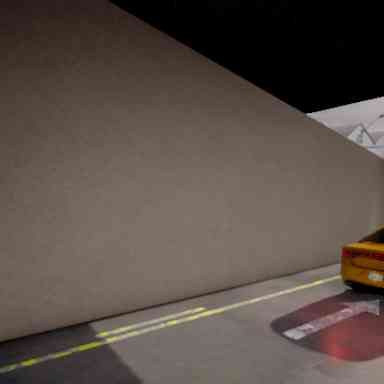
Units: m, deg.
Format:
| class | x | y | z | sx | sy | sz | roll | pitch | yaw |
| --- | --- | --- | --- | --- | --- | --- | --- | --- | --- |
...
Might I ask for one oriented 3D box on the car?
| class | x | y | z | sx | sy | sz | roll | pitch | yaw |
| --- | --- | --- | --- | --- | --- | --- | --- | --- | --- |
| car | 5.446 | 1.427 | 7.647 | 5.008 | 1.535 | 1.882 | 0 | 0 | -35 |
